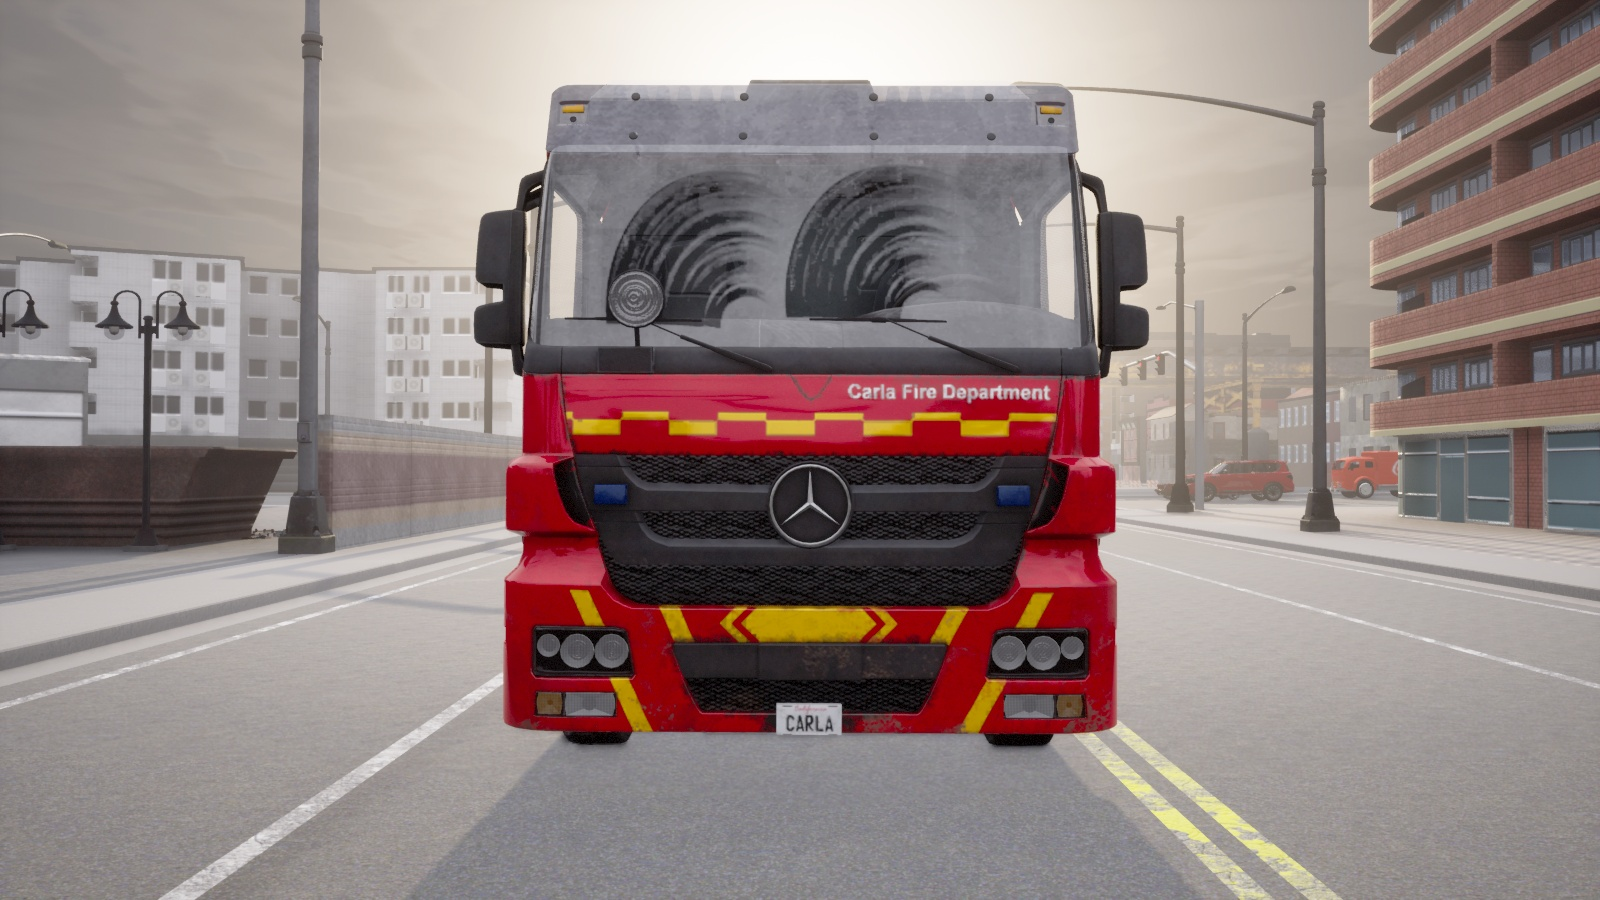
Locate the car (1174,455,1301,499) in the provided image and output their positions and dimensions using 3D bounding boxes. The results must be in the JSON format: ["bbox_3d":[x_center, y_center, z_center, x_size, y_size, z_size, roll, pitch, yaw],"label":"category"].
[{"bbox_3d":[21.796,1.356,62.725,5.566,2.045,2.150,-1,-1,2],"label":"car"}]

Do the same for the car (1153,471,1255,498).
[{"bbox_3d":[21.271,1.809,66.245,4.718,1.301,1.895,-1,-1,1],"label":"car"}]

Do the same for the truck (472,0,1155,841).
[{"bbox_3d":[0.070,-0.190,9.582,2.891,3.827,8.468,0,-1,0],"label":"truck"}]

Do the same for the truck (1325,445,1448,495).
[{"bbox_3d":[30.773,1.043,66.015,5.204,2.467,2.627,-1,-1,1],"label":"truck"}]
